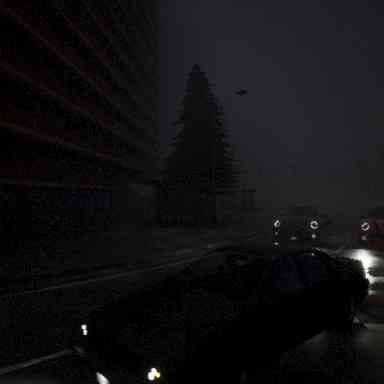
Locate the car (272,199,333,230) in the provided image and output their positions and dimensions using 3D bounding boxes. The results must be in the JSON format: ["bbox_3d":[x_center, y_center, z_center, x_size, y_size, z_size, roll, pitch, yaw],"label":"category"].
[{"bbox_3d":[5.498,1.413,16.246,2.097,1.767,4.553,0,0,30],"label":"car"}]

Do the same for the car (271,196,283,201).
[{"bbox_3d":[22.621,1.966,90.592,1.895,1.301,4.718,0,0,5],"label":"car"}]

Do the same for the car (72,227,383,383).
[{"bbox_3d":[1.017,1.573,5.279,5.357,1.411,2.033,0,0,-43],"label":"car"}]

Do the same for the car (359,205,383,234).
[{"bbox_3d":[8.660,1.391,14.727,2.097,1.767,4.553,0,0,30],"label":"car"}]
